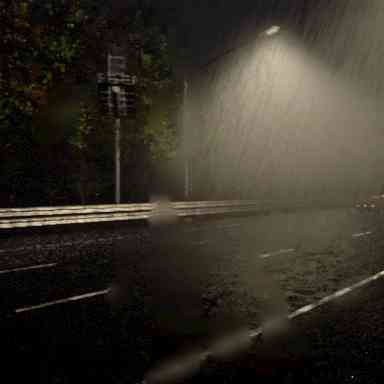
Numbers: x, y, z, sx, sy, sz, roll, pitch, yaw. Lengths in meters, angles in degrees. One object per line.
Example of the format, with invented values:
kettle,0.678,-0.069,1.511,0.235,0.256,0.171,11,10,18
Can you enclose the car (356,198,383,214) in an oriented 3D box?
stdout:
car,17.344,1.269,31.391,5.357,1.411,2.033,-1,1,-42
